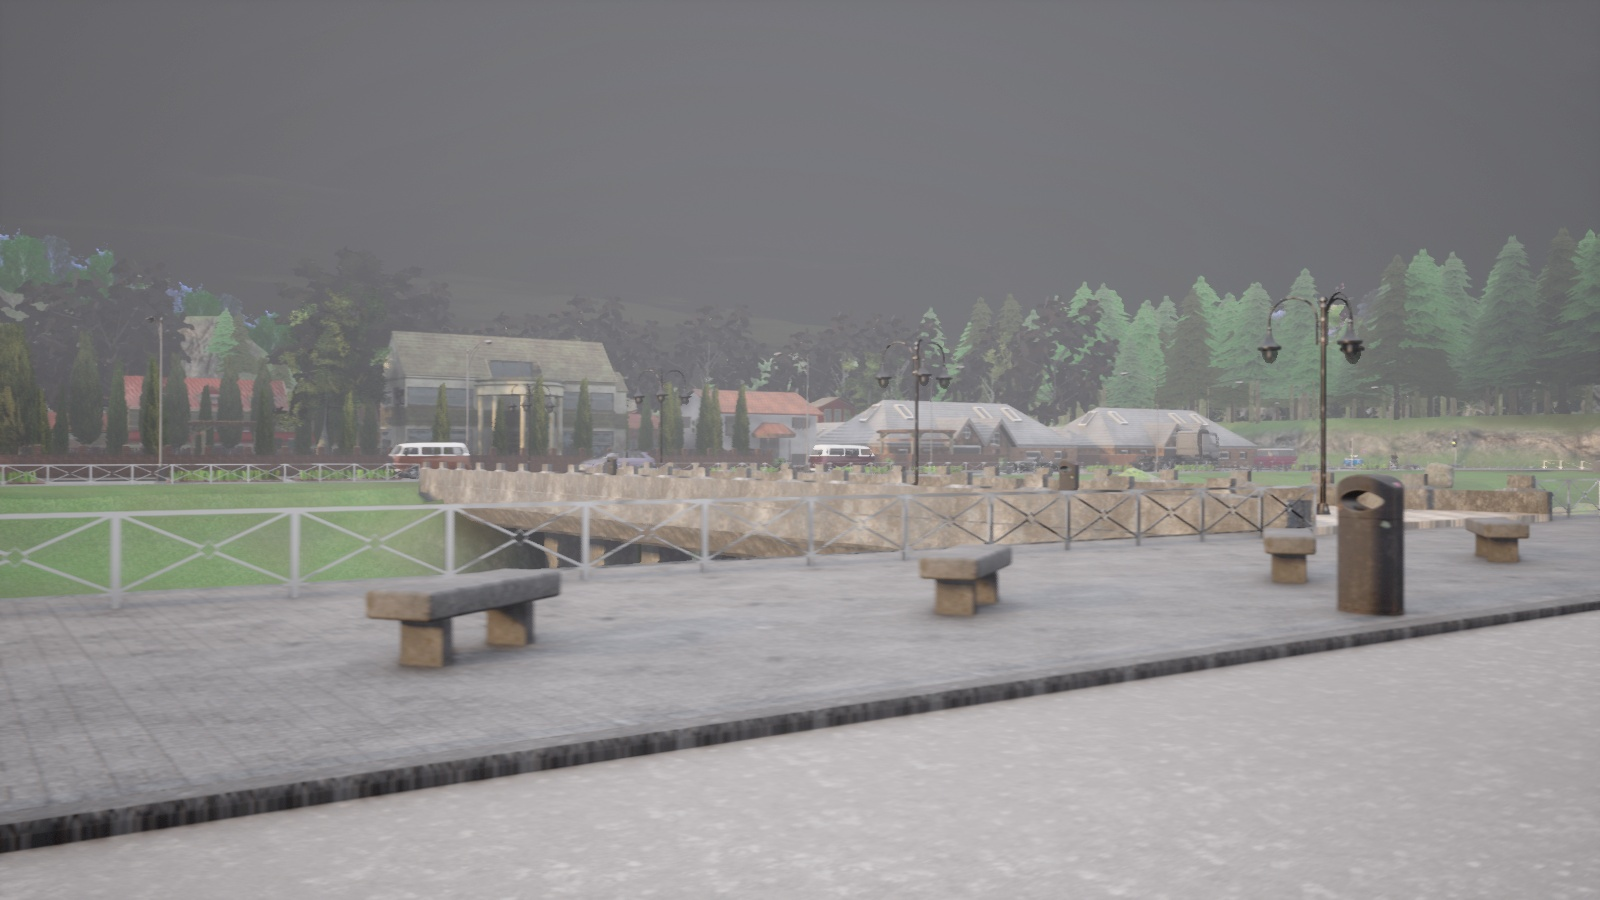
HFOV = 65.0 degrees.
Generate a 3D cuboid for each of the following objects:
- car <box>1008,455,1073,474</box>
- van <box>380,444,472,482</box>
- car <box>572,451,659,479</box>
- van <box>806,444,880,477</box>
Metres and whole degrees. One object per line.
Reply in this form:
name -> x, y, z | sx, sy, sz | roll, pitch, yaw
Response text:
car -> 17.575, 1.033, 91.644 | 4.718, 1.301, 1.895 | 0, 0, -35
van -> -20.784, 0.683, 69.832 | 4.480, 2.038, 2.069 | 0, 0, -35
car -> -11.230, 0.886, 76.477 | 4.856, 1.649, 2.033 | 0, 0, -35
van -> 2.796, 0.662, 81.363 | 4.480, 2.038, 2.069 | 0, 0, -35
